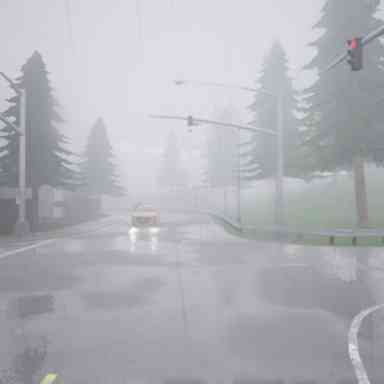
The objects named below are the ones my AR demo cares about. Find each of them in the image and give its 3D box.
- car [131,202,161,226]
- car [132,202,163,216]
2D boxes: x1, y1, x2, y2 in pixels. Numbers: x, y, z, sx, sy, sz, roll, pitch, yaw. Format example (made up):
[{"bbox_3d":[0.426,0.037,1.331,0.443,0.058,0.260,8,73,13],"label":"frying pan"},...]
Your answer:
[{"bbox_3d":[-3.642,1.832,26.930,1.882,1.535,5.008,0,-1,0],"label":"car"},{"bbox_3d":[-5.590,2.046,41.190,1.837,1.490,4.892,3,-2,-35],"label":"car"}]
